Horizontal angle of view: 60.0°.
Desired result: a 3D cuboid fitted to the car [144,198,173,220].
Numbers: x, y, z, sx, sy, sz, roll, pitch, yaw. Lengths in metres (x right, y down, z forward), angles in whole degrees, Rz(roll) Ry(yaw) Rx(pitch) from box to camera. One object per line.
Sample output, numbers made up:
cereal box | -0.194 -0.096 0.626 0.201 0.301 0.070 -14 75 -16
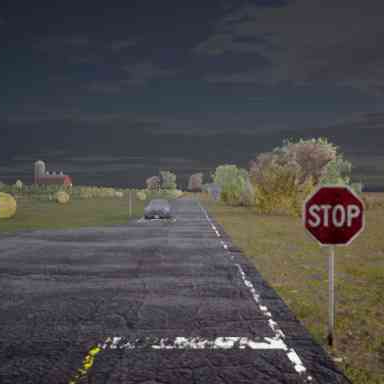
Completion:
car | -2.729 1.349 28.009 2.097 1.767 4.553 0 0 0
